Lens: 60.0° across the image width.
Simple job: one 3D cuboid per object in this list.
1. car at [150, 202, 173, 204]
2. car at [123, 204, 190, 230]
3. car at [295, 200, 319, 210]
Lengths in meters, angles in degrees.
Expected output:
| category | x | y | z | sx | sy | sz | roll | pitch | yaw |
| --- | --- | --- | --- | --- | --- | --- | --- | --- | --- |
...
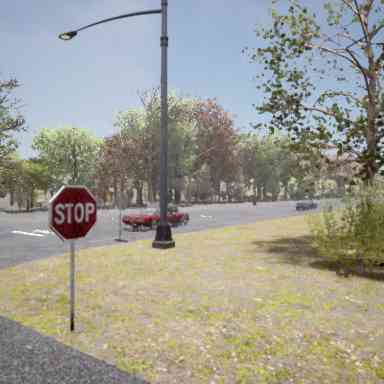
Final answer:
| category | x | y | z | sx | sy | sz | roll | pitch | yaw |
| --- | --- | --- | --- | --- | --- | --- | --- | --- | --- |
| car | -3.302 | 1.683 | 32.242 | 2.128 | 1.511 | 4.902 | 0 | 1 | 36 |
| car | -2.188 | 1.696 | 21.927 | 1.895 | 1.301 | 4.718 | 0 | 0 | 36 |
| car | 16.385 | 1.812 | 47.327 | 2.033 | 1.411 | 5.357 | 0 | 0 | 36 |
